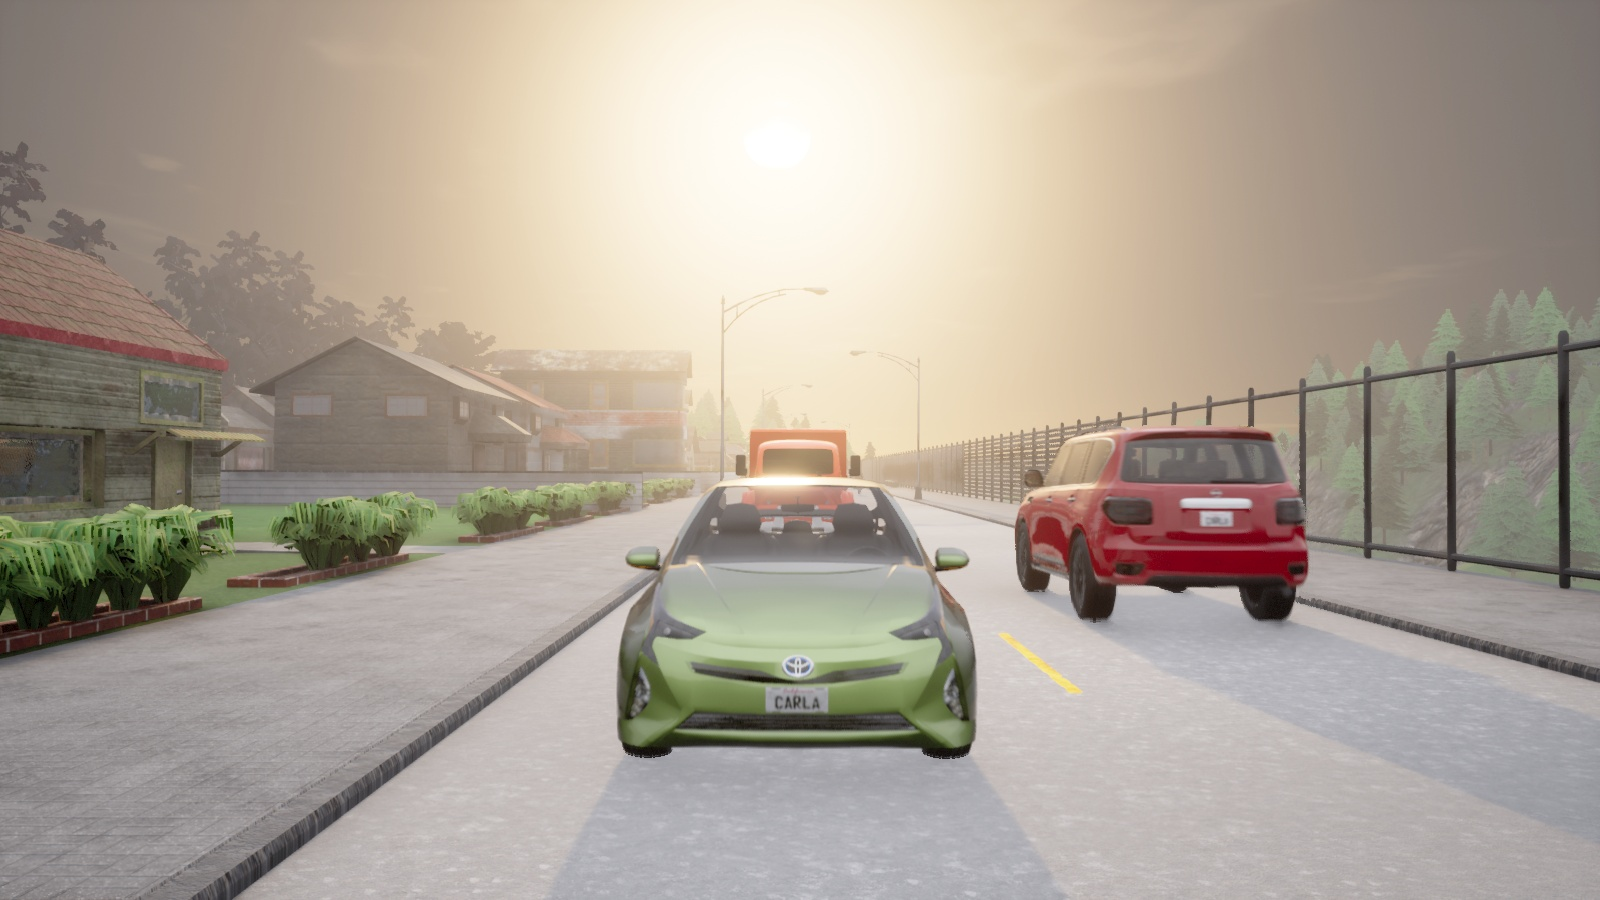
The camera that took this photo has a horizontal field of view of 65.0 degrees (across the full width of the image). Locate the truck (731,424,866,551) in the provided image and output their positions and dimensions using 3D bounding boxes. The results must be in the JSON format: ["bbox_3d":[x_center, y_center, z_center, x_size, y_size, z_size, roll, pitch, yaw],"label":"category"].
[{"bbox_3d":[-0.041,0.782,27.121,2.627,2.467,5.204,0,-1,0],"label":"truck"}]

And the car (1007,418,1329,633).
[{"bbox_3d":[3.980,0.765,14.807,2.150,2.045,5.566,0,-1,0],"label":"car"}]

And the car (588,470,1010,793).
[{"bbox_3d":[-0.010,0.899,8.247,2.007,1.525,4.514,0,-1,0],"label":"car"}]
